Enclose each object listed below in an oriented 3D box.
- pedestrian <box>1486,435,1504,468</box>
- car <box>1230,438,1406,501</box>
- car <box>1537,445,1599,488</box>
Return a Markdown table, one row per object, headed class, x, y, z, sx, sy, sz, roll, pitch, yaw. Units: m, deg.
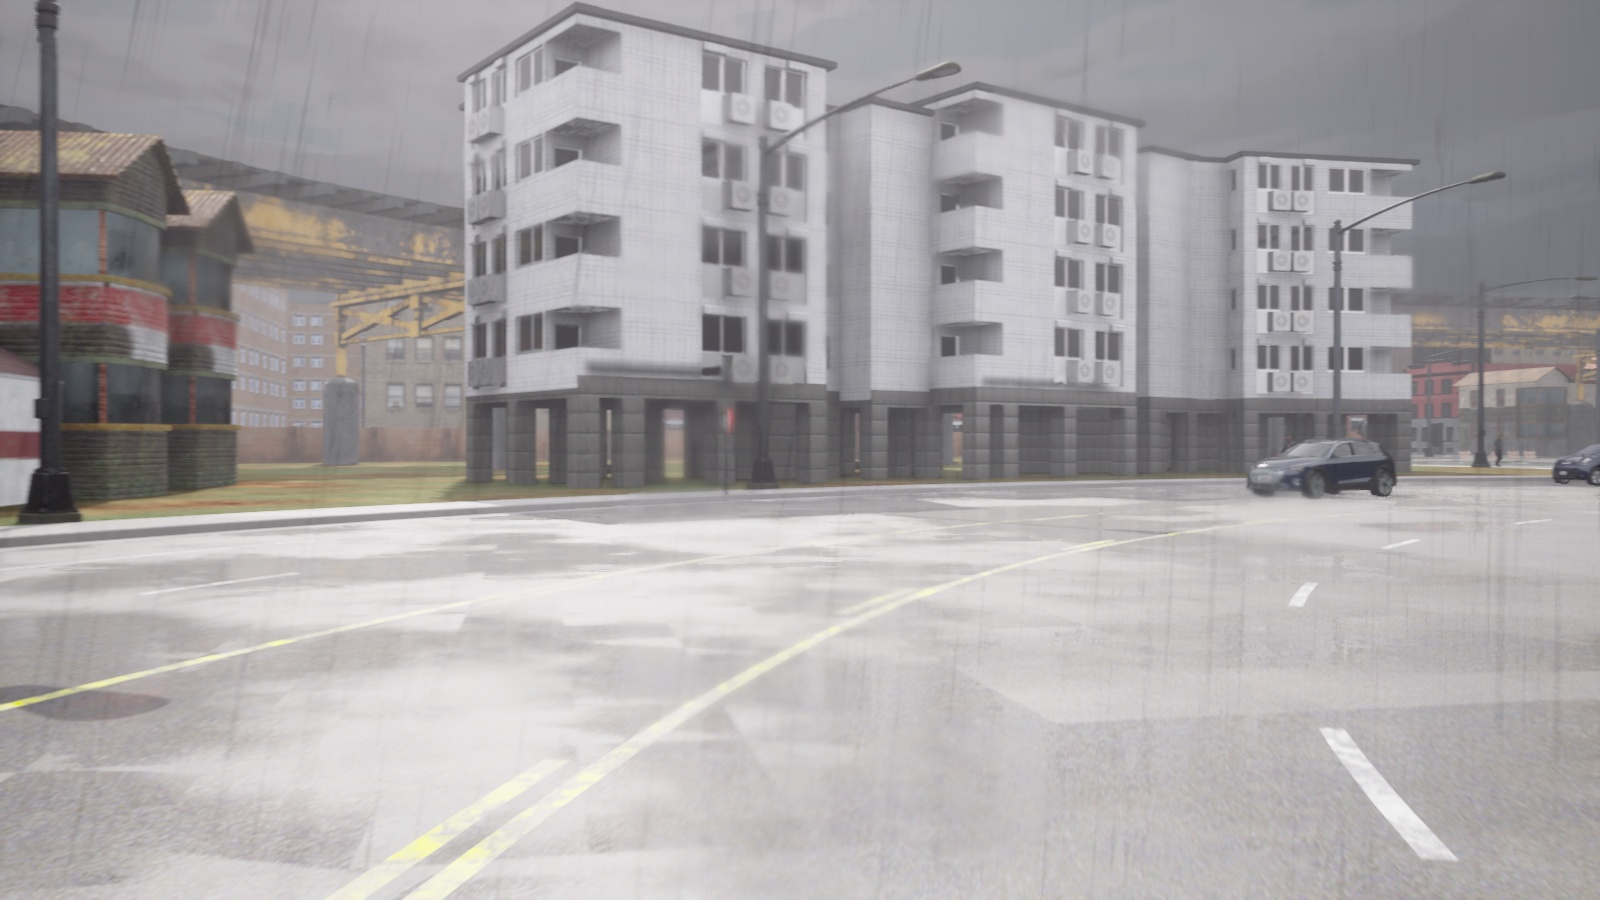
| class | x | y | z | sx | sy | sz | roll | pitch | yaw |
| --- | --- | --- | --- | --- | --- | --- | --- | --- | --- |
| pedestrian | 38.754 | 0.084 | 70.004 | 0.540 | 1.848 | 0.694 | 0 | 0 | -14 |
| car | 14.479 | 0.509 | 35.017 | 4.856 | 1.649 | 2.033 | 0 | 0 | -31 |
| car | 28.511 | 0.568 | 44.697 | 3.633 | 1.501 | 1.845 | 0 | 0 | -13 |
